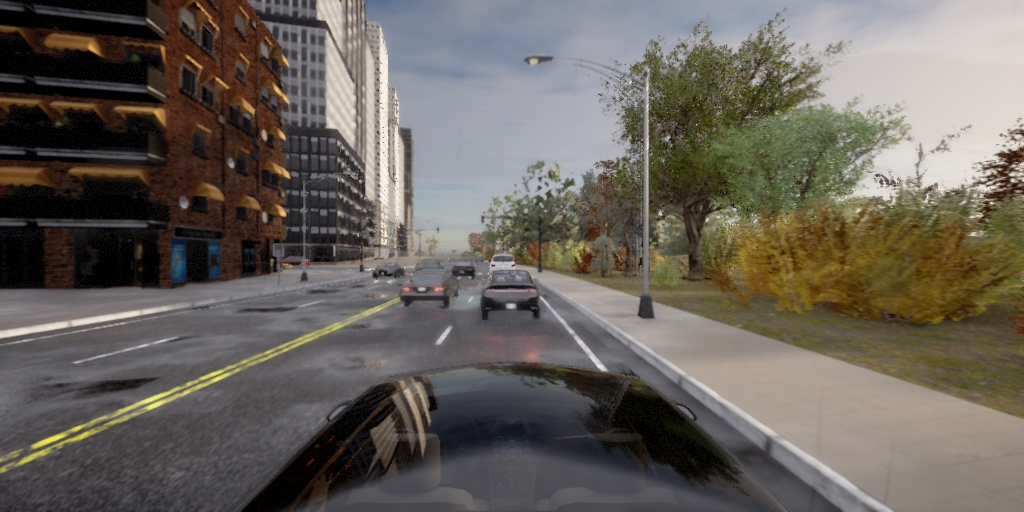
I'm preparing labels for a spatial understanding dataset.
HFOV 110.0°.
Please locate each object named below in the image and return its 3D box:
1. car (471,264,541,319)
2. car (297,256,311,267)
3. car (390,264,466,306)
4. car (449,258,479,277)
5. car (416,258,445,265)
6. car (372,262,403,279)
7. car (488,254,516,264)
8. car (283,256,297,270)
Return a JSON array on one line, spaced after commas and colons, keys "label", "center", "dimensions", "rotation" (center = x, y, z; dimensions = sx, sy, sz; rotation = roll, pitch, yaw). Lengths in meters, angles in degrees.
[{"label": "car", "center": [-0.075, 1.216, 12.653], "dimensions": [2.128, 1.511, 4.902], "rotation": [0, 0, -1]}, {"label": "car", "center": [-29.560, 0.725, 48.369], "dimensions": [4.097, 1.591, 1.967], "rotation": [0, 0, -12]}, {"label": "car", "center": [-3.398, 1.268, 15.679], "dimensions": [2.033, 1.411, 5.357], "rotation": [0, 0, -2]}, {"label": "car", "center": [-4.106, 1.159, 30.846], "dimensions": [1.882, 1.535, 5.008], "rotation": [0, -1, -4]}, {"label": "car", "center": [-7.618, 1.030, 33.032], "dimensions": [2.097, 1.767, 4.553], "rotation": [0, 0, -3]}, {"label": "car", "center": [-10.802, 1.251, 31.702], "dimensions": [1.994, 1.385, 4.181], "rotation": [0, 0, -3]}, {"label": "car", "center": [-0.820, 0.897, 30.400], "dimensions": [2.150, 2.045, 5.566], "rotation": [0, 0, -3]}, {"label": "car", "center": [-27.363, 0.876, 40.098], "dimensions": [4.829, 1.417, 1.751], "rotation": [0, 0, -12]}]
